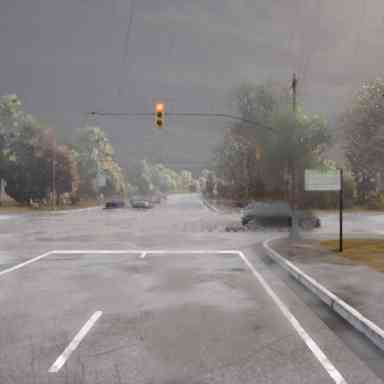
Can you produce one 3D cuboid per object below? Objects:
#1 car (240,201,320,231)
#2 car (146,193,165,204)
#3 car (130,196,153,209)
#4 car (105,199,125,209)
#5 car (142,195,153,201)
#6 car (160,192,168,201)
[{"bbox_3d":[5.174,1.339,19.833,4.553,1.767,2.097,0,0,3],"label":"car"},{"bbox_3d":[-6.926,1.454,62.402,2.128,1.511,4.902,0,0,1],"label":"car"},{"bbox_3d":[-7.002,1.574,45.620,1.895,1.301,4.718,0,0,0],"label":"car"},{"bbox_3d":[-10.501,1.574,45.628,1.895,1.301,4.718,0,0,0],"label":"car"},{"bbox_3d":[-10.336,1.429,77.405,1.994,1.385,4.181,0,0,0],"label":"car"},{"bbox_3d":[-6.836,1.063,77.515,2.150,2.045,5.566,0,0,0],"label":"car"}]
